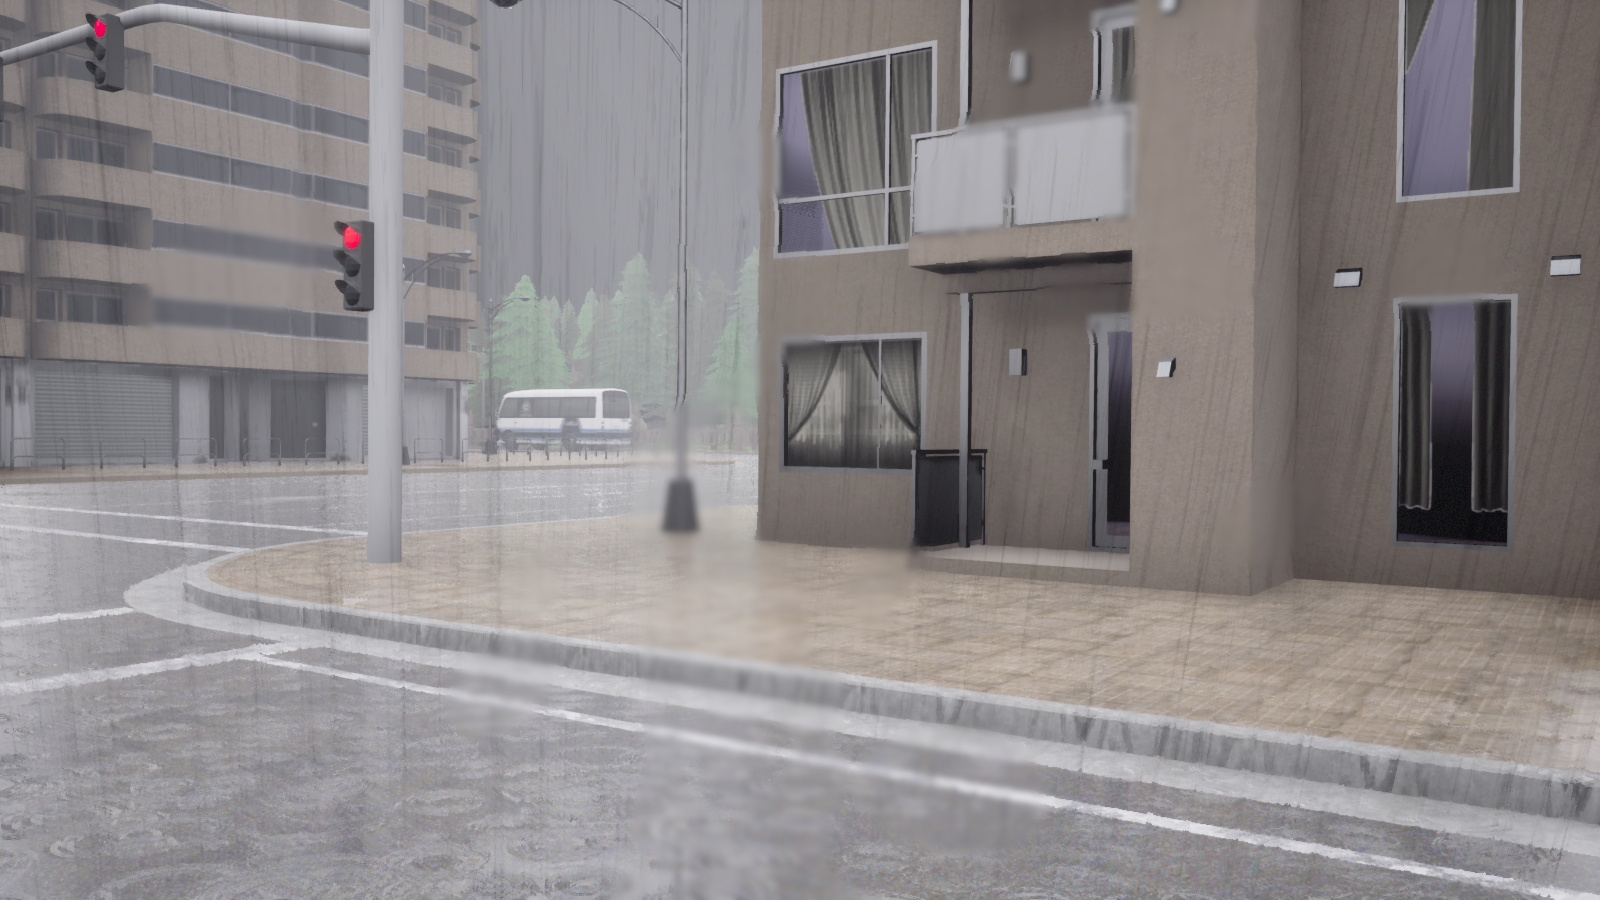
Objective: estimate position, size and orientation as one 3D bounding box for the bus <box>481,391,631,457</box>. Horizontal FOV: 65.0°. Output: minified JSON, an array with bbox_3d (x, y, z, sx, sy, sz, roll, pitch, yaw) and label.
[{"bbox_3d":[-16.865,-1.729,86.546,10.273,4.253,3.944,0,1,33],"label":"bus"}]
